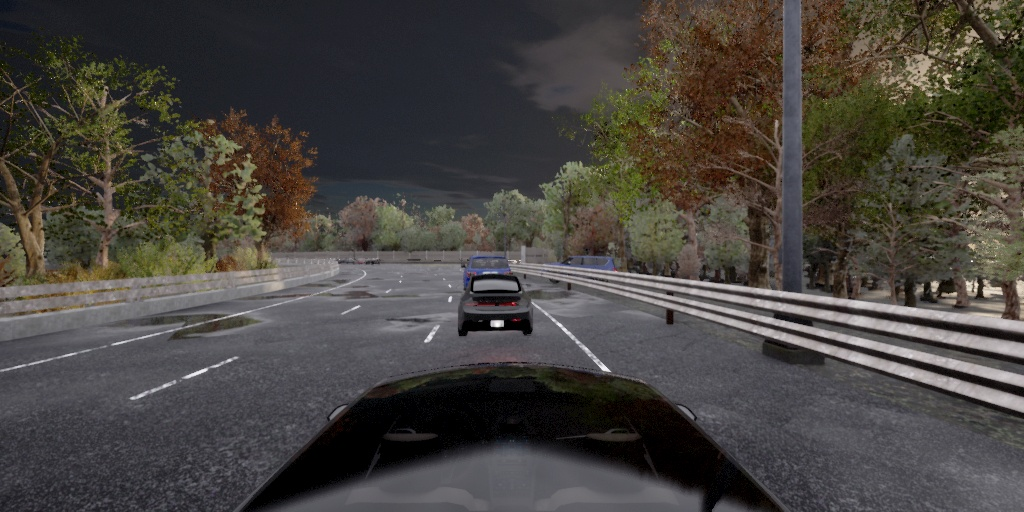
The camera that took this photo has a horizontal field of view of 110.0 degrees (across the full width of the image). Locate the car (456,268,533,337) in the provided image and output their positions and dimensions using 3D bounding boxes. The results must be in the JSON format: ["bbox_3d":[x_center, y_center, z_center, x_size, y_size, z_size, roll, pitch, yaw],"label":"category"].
[{"bbox_3d":[-0.542,1.253,10.374,1.837,1.490,4.892,0,0,-5],"label":"car"}]

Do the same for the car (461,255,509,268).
[{"bbox_3d":[-1.315,0.968,17.863,2.150,2.045,5.566,0,0,-9],"label":"car"}]

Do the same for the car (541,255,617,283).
[{"bbox_3d":[4.850,0.972,26.171,5.566,2.045,2.150,3,1,2],"label":"car"}]
